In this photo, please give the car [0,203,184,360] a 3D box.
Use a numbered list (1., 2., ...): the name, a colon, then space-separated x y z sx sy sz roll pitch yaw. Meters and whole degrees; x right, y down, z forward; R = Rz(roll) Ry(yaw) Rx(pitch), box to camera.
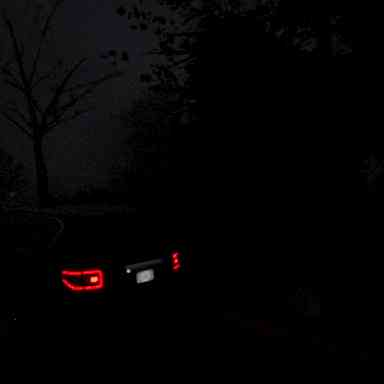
1. car: -2.636 1.230 6.274 5.566 2.045 2.150 0 0 42
